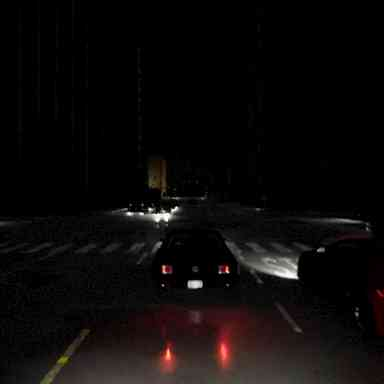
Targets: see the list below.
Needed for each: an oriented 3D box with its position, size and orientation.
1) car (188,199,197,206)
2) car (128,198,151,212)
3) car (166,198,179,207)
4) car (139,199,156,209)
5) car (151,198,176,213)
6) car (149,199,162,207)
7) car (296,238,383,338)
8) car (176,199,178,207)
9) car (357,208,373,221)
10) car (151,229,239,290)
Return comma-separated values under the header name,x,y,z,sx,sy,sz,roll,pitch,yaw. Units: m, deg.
name,x,y,z,sx,sy,sz,roll,pitch,yaw
car,0.124,2.025,65.073,2.033,1.411,5.357,0,0,0
car,-7.067,1.676,44.134,2.097,1.767,4.553,0,0,0
car,-3.537,1.942,61.393,2.128,1.511,4.902,0,0,0
car,-7.065,1.941,53.605,2.033,1.411,5.357,0,0,0
car,-3.568,1.801,42.044,2.128,1.511,4.902,0,0,-1
car,-7.015,2.073,64.259,1.895,1.301,4.718,0,0,1
car,3.614,1.614,6.691,1.994,1.385,4.181,0,0,-1
car,-3.565,1.938,50.963,1.994,1.385,4.181,0,0,0
car,16.265,1.675,27.735,4.674,1.442,1.812,0,0,-1
car,0.031,1.670,9.222,1.895,1.301,4.718,0,0,-1
